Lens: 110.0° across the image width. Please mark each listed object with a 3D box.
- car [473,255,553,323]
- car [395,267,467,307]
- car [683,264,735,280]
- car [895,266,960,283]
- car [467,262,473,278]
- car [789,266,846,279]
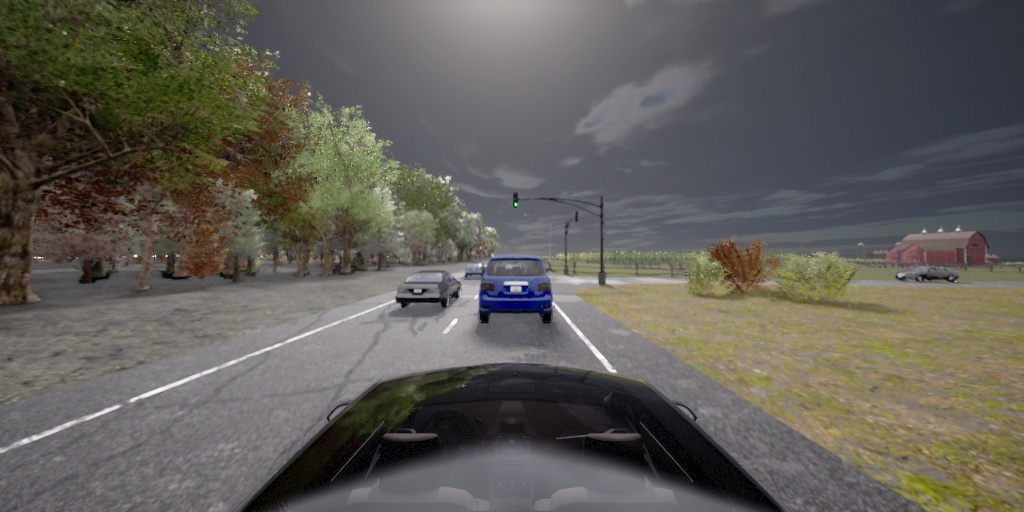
[{"bbox_3d":[0.108,0.978,12.327,2.150,2.045,5.566,0,0,0],"label":"car"},{"bbox_3d":[-3.395,1.305,15.411,2.033,1.411,5.357,0,0,0],"label":"car"},{"bbox_3d":[19.118,1.501,34.564,5.008,1.535,1.882,1,-1,0],"label":"car"},{"bbox_3d":[39.792,1.739,34.456,4.902,1.511,2.128,1,-1,0],"label":"car"},{"bbox_3d":[-3.397,1.313,34.503,2.033,1.411,5.357,0,0,0],"label":"car"},{"bbox_3d":[29.391,1.660,34.511,4.674,1.442,1.812,1,-1,0],"label":"car"}]
